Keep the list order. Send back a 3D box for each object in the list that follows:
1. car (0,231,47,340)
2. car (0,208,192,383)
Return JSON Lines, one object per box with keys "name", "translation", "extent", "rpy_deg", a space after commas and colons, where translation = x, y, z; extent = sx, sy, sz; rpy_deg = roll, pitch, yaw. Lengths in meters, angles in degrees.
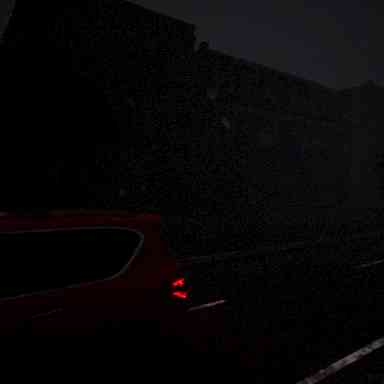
{"name": "car", "translation": [-4.802, 1.526, 4.827], "extent": [4.674, 1.442, 1.812], "rpy_deg": [0, 0, -36]}
{"name": "car", "translation": [-2.601, 1.222, 2.952], "extent": [5.566, 2.045, 2.150], "rpy_deg": [0, 0, -36]}
